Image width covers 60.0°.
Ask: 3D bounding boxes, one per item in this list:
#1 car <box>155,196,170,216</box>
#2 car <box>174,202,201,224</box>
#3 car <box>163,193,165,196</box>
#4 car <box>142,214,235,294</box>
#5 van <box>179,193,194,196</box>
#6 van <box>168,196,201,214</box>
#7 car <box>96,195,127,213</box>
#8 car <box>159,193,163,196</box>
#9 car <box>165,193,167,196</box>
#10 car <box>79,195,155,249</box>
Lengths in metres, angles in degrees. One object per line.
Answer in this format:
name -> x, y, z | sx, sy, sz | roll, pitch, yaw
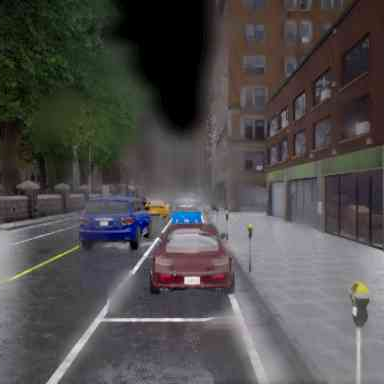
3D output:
car -> -3.140, 1.462, 30.040 | 1.882, 1.535, 5.008 | 0, 0, 0
car -> -0.290, 1.533, 25.659 | 1.887, 1.381, 4.507 | 0, 0, 0
car -> -8.815, 1.451, 86.079 | 2.008, 1.369, 4.403 | 0, 0, 0
car -> 0.004, 1.524, 8.650 | 1.812, 1.442, 4.674 | 0, 0, 0
van -> -0.290, 1.317, 36.980 | 1.690, 1.788, 3.998 | 0, 0, 0
van -> -0.290, 1.333, 19.998 | 1.690, 1.788, 3.998 | 0, 0, 0
car -> -8.815, 1.291, 36.940 | 2.192, 1.841, 5.009 | 0, 0, 0
car -> -8.815, 1.433, 80.459 | 1.752, 1.417, 4.829 | 0, 0, 0
car -> -8.815, 1.439, 91.530 | 1.887, 1.381, 4.507 | 0, 0, 0
car -> -3.145, 1.212, 14.586 | 2.150, 2.045, 5.566 | 0, 0, 0
